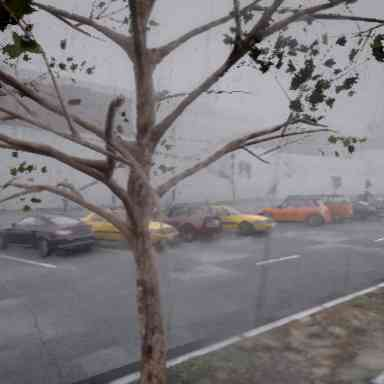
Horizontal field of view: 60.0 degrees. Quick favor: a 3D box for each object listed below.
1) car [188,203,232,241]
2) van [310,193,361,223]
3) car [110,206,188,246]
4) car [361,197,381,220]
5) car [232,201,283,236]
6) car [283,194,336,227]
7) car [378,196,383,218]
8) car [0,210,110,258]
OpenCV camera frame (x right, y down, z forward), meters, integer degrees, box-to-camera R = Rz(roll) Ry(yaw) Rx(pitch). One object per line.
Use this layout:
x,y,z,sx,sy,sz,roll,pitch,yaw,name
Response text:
-0.812,1.441,16.200,4.792,1.488,2.163,-1,0,34,car
8.954,1.071,23.167,4.442,1.987,1.878,-1,-1,34,van
-3.040,1.429,14.326,5.366,1.575,1.946,-1,-1,34,car
11.266,1.299,24.978,4.674,1.452,2.002,-1,0,34,car
1.779,1.380,17.843,5.366,1.575,1.946,-1,-1,34,car
6.465,1.204,21.445,4.553,1.767,2.185,-1,0,34,car
13.648,1.250,26.756,4.792,1.488,2.163,-1,0,34,car
-5.602,1.504,12.665,4.674,1.452,2.002,-1,0,34,car
